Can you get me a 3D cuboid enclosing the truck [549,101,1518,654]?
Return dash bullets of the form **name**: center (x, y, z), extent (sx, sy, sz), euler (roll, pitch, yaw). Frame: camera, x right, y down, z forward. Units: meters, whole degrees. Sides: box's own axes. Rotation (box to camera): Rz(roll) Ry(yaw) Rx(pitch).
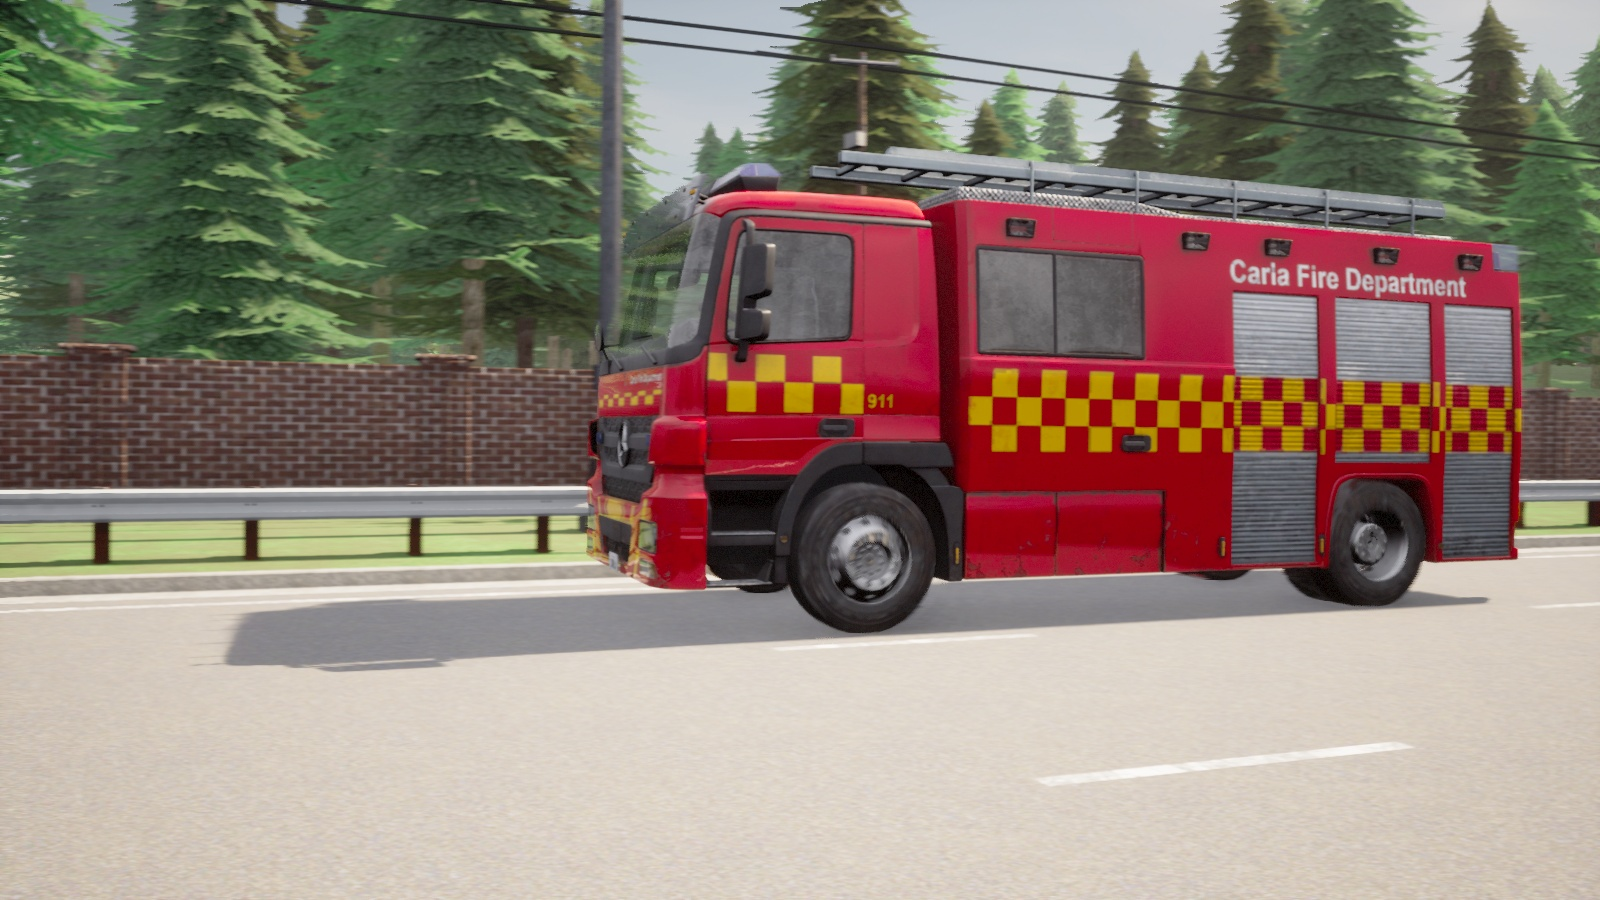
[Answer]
- **truck**: center (2.222, -0.579, 11.556), extent (8.468, 3.827, 2.891), euler (-1, 1, -21)
